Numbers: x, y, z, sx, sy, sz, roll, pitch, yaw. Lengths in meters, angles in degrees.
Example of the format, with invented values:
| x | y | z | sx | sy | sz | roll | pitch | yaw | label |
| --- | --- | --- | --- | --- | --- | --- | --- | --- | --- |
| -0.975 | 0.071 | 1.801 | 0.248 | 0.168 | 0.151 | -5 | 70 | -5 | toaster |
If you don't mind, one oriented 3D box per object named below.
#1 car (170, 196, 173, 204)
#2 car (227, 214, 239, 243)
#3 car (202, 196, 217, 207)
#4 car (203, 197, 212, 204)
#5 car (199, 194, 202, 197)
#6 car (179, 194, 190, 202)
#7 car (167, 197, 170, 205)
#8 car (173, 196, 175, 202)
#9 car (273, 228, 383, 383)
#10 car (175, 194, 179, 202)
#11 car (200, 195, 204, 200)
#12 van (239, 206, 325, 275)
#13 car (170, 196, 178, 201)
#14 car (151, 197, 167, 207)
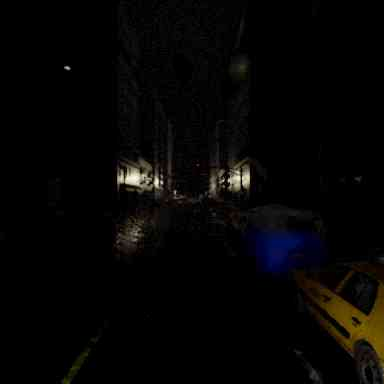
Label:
| x | y | z | sx | sy | sz | roll | pitch | yaw | label |
| --- | --- | --- | --- | --- | --- | --- | --- | --- | --- |
| -5.382 | 1.781 | 64.748 | 2.008 | 1.369 | 4.403 | 1 | 0 | 1 | car |
| 2.678 | 1.584 | 16.090 | 1.752 | 1.417 | 4.829 | 1 | 0 | 0 | car |
| 3.000 | 1.757 | 53.584 | 1.947 | 1.339 | 4.313 | 1 | 0 | 1 | car |
| 3.215 | 1.791 | 70.174 | 1.887 | 1.381 | 4.507 | 1 | 0 | 1 | car |
| 3.501 | 1.869 | 92.295 | 2.008 | 1.369 | 4.403 | 1 | 0 | 1 | car |
| -2.215 | 1.905 | 89.221 | 1.895 | 1.301 | 4.718 | 0 | 0 | 1 | car |
| -5.454 | 1.777 | 59.219 | 1.947 | 1.339 | 4.313 | 1 | 0 | 1 | car |
| -5.310 | 1.793 | 70.276 | 1.887 | 1.381 | 4.507 | 1 | 0 | 1 | car |
| 2.677 | 1.543 | 4.744 | 1.752 | 1.417 | 4.829 | 1 | 0 | 0 | car |
| -5.097 | 1.827 | 86.693 | 1.752 | 1.417 | 4.829 | 1 | 0 | 1 | car |
| 3.143 | 1.779 | 64.644 | 2.008 | 1.369 | 4.403 | 1 | 0 | 1 | car |
| 2.679 | 1.379 | 10.248 | 1.690 | 1.788 | 3.998 | 1 | 0 | 0 | van |
| -5.024 | 1.886 | 92.392 | 1.947 | 1.339 | 4.313 | 1 | 0 | 1 | car |
| -5.526 | 1.774 | 53.690 | 1.802 | 1.307 | 4.206 | 1 | 0 | 1 | car |
